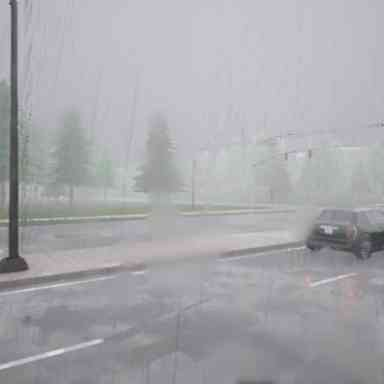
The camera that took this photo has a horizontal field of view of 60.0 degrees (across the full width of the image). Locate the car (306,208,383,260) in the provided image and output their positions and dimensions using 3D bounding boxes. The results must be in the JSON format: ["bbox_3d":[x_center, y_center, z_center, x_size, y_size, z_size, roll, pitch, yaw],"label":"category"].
[{"bbox_3d":[6.467,1.379,12.731,4.553,1.767,2.097,0,0,-35],"label":"car"}]
